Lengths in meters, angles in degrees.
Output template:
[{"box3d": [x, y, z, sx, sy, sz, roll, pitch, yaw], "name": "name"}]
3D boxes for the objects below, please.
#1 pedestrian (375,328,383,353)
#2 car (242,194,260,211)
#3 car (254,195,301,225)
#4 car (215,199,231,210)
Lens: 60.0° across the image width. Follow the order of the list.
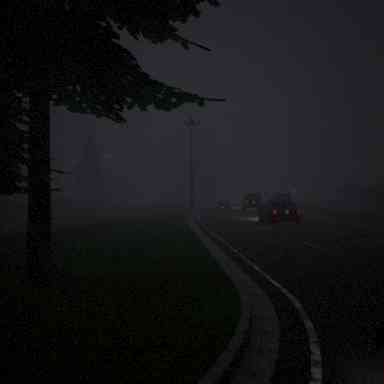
[{"box3d": [1.665, 1.294, 2.671, 0.375, 1.860, 0.375, 0, 0, 30], "name": "pedestrian"}, {"box3d": [7.215, 1.222, 39.899, 2.150, 2.045, 5.566, 0, 0, 7], "name": "car"}, {"box3d": [6.208, 1.354, 24.113, 2.097, 1.767, 4.553, 0, 0, -2], "name": "car"}, {"box3d": [4.026, 1.601, 42.571, 1.895, 1.301, 4.718, 0, 0, 7], "name": "car"}]
